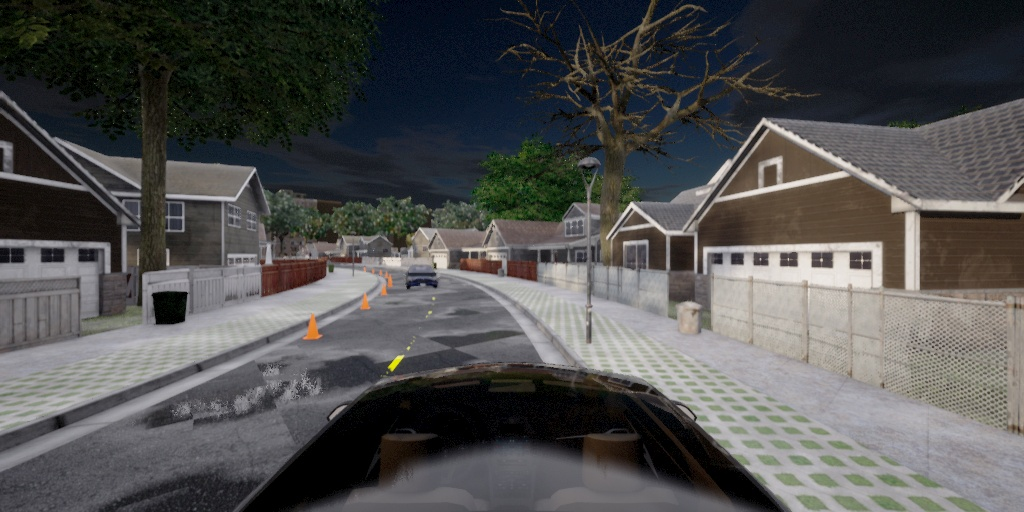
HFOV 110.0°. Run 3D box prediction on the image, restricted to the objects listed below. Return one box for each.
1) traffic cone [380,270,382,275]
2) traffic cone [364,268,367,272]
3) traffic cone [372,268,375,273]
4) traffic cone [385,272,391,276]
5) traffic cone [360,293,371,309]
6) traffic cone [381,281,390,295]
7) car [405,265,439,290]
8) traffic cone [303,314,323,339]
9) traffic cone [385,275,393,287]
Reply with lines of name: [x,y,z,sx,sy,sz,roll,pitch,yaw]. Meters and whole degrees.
traffic cone: [-13.315,1.659,36.379,0.340,0.580,0.340,0,0,-28]
traffic cone: [-18.335,1.645,44.665,0.340,0.580,0.340,0,0,-35]
traffic cone: [-15.697,1.652,40.601,0.340,0.580,0.340,0,0,-31]
traffic cone: [-9.358,1.672,27.538,0.340,0.580,0.340,0,0,-21]
traffic cone: [-5.541,1.692,13.529,0.340,0.580,0.340,0,0,-10]
traffic cone: [-6.523,1.685,18.275,0.340,0.580,0.340,0,0,-13]
car: [-5.786,1.270,22.896,2.033,1.411,5.357,0,0,-16]
traffic cone: [-4.854,1.698,8.732,0.340,0.580,0.340,0,0,-6]
traffic cone: [-7.797,1.678,22.950,0.340,0.580,0.340,0,0,-17]
